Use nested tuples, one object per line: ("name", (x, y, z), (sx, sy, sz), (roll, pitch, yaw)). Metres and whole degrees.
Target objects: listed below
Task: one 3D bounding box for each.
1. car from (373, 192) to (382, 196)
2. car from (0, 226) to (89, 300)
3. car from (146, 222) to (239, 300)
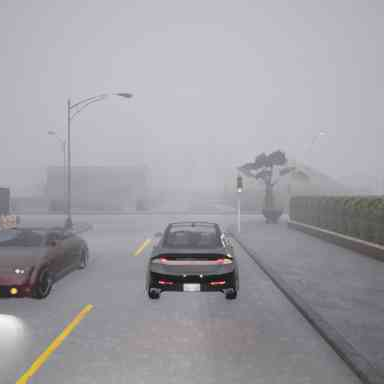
("car", (38.006, 0.973, 67.772), (1.905, 1.878, 3.866), (0, 0, 0))
("car", (-4.076, 1.564, 8.285), (1.994, 1.385, 4.181), (0, 0, 0))
("car", (0.036, 1.492, 8.365), (2.128, 1.511, 4.902), (0, 0, 1))
